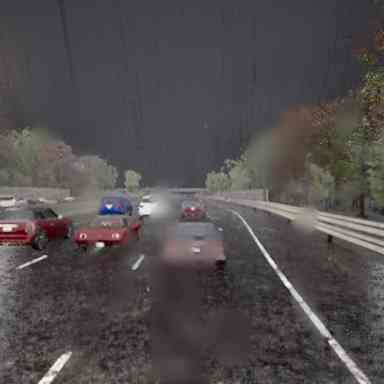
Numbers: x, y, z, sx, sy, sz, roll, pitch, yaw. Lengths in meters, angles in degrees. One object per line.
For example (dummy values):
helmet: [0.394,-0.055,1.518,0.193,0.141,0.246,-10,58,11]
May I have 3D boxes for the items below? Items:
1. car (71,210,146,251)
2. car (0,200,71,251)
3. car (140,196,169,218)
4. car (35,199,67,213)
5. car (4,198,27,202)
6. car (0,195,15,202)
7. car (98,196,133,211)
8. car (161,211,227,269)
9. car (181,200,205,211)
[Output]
car: [-3.406,1.677,14.559,1.895,1.301,4.718,0,0,0]
car: [-6.908,1.428,14.630,2.097,1.767,4.553,0,0,0]
car: [-3.404,1.385,30.310,2.150,2.045,5.566,0,0,0]
car: [-17.586,1.710,41.831,1.882,1.535,5.008,0,0,0]
car: [-21.084,1.757,41.792,1.812,1.442,4.674,0,0,0]
car: [-24.581,1.458,42.344,2.150,2.045,5.566,0,-1,0]
car: [-6.901,1.385,30.378,2.150,2.045,5.566,0,0,0]
car: [0.088,1.607,11.292,2.033,1.411,5.357,0,0,0]
car: [0.095,1.520,31.075,2.097,1.767,4.553,0,0,0]
